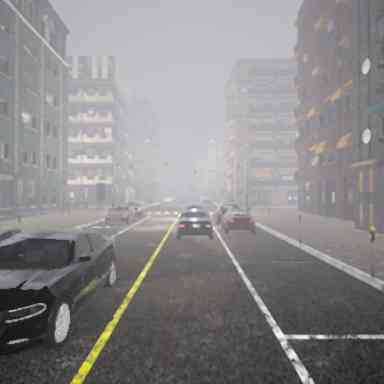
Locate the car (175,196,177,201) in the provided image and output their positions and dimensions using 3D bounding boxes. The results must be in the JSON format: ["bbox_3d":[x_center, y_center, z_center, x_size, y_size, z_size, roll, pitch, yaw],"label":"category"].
[{"bbox_3d":[-5.080,1.740,79.829,1.752,1.417,4.829,1,0,0],"label":"car"}]

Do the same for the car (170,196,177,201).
[{"bbox_3d":[-5.047,1.789,91.341,1.887,1.381,4.507,1,0,0],"label":"car"}]

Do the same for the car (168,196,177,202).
[{"bbox_3d":[-5.063,1.795,85.670,1.947,1.339,4.313,1,0,0],"label":"car"}]

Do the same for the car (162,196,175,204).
[{"bbox_3d":[-5.112,1.710,68.487,1.752,1.417,4.829,1,0,0],"label":"car"}]

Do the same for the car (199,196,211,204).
[{"bbox_3d":[2.752,1.720,62.993,2.008,1.369,4.403,1,0,0],"label":"car"}]

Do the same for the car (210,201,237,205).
[{"bbox_3d":[2.643,1.508,24.895,1.967,1.590,4.097,1,0,0],"label":"car"}]

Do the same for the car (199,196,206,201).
[{"bbox_3d":[2.834,1.787,91.348,1.887,1.381,4.507,1,0,0],"label":"car"}]

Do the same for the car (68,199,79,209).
[{"bbox_3d":[-17.445,1.353,41.992,5.009,1.841,2.192,0,-1,0],"label":"car"}]

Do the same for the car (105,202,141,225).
[{"bbox_3d":[-5.244,1.652,24.895,1.802,1.307,4.206,1,0,0],"label":"car"}]

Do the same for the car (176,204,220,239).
[{"bbox_3d":[0.147,1.596,17.567,2.033,1.411,5.357,0,0,0],"label":"car"}]

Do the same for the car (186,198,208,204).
[{"bbox_3d":[0.174,1.559,29.649,1.882,1.535,5.008,0,0,0],"label":"car"}]

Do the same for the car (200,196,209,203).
[{"bbox_3d":[2.786,1.639,74.335,1.967,1.590,4.097,1,0,0],"label":"car"}]

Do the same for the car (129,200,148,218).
[{"bbox_3d":[-5.230,1.525,30.445,1.967,1.590,4.097,1,0,0],"label":"car"}]

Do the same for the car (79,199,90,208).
[{"bbox_3d":[-17.484,1.722,49.867,4.313,1.339,1.947,0,-1,0],"label":"car"}]

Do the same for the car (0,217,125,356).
[{"bbox_3d":[-2.823,1.497,6.500,1.882,1.535,5.008,0,0,0],"label":"car"}]

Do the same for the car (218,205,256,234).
[{"bbox_3d":[2.625,1.635,19.345,1.802,1.307,4.206,1,0,0],"label":"car"}]
